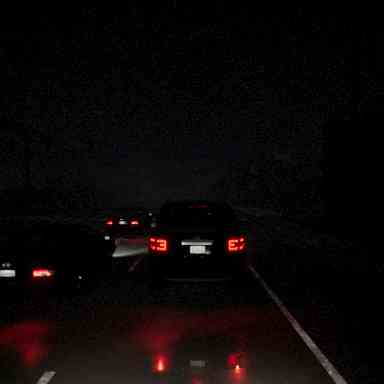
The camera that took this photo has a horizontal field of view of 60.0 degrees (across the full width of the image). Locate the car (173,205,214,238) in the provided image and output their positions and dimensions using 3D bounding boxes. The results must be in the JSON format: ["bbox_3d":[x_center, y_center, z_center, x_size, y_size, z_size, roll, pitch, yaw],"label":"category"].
[{"bbox_3d":[0.091,1.547,19.119,2.033,1.411,5.357,0,0,0],"label":"car"}]

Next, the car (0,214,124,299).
[{"bbox_3d":[-3.410,1.547,8.648,2.033,1.411,5.357,0,0,0],"label":"car"}]

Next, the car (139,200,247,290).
[{"bbox_3d":[0.095,1.221,9.188,2.150,2.045,5.566,0,0,0],"label":"car"}]

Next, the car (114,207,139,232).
[{"bbox_3d":[-3.412,1.547,18.719,2.033,1.411,5.357,0,0,0],"label":"car"}]
